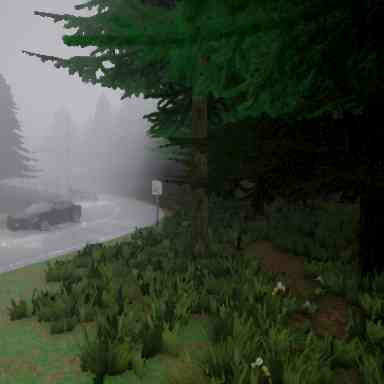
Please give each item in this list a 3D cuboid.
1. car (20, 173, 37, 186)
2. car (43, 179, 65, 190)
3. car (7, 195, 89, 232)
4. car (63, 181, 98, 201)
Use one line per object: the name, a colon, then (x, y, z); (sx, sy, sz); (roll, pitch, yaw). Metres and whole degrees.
car: (-25.775, -2.127, 52.419); (2.150, 2.045, 5.566); (0, 5, -30)
car: (-18.443, -0.951, 45.363); (4.892, 1.490, 1.837); (6, 4, 38)
car: (-8.167, 1.224, 18.891); (1.882, 1.535, 5.008); (0, 3, 11)
car: (-11.599, 0.037, 35.286); (1.837, 1.490, 4.892); (1, 5, -40)
